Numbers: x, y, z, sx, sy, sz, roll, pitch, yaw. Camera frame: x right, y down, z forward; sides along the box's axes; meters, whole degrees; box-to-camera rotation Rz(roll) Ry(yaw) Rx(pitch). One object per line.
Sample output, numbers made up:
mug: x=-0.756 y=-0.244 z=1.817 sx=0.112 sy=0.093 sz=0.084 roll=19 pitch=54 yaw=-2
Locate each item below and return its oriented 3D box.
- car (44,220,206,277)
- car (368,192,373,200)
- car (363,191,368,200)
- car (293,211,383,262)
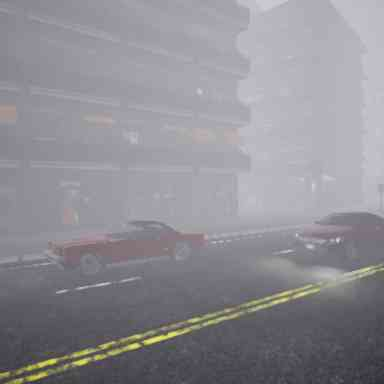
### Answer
car: x=-1.952 y=1.572 z=10.314 sx=4.718 sy=1.301 sz=1.895 roll=-1 pitch=0 yaw=-36
car: x=29.220 y=0.576 z=58.228 sx=4.097 sy=1.590 sz=1.967 roll=1 pitch=0 yaw=41
car: x=23.916 y=0.783 z=51.513 sx=4.829 sy=1.417 sz=1.752 roll=1 pitch=0 yaw=41
car: x=5.578 y=1.434 z=11.872 sx=4.674 sy=1.442 sz=1.812 roll=0 pitch=0 yaw=-37
